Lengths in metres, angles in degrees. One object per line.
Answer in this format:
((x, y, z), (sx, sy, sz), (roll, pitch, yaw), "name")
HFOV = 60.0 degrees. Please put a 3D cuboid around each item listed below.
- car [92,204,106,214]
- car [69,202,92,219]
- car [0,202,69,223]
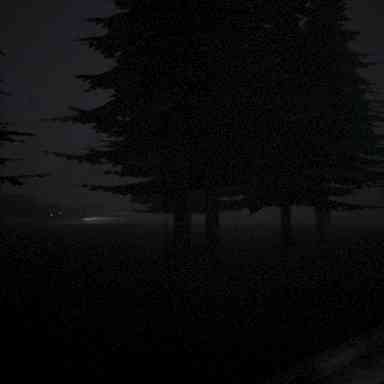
((-11.544, 1.624, 35.631), (4.718, 1.301, 1.895), (0, 0, 3), "car")
((-11.236, 1.582, 28.602), (4.181, 1.385, 1.994), (0, 0, 3), "car")
((-12.662, 1.239, 25.180), (5.566, 2.045, 2.150), (0, 0, 3), "car")
